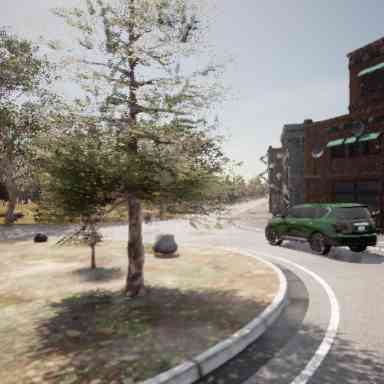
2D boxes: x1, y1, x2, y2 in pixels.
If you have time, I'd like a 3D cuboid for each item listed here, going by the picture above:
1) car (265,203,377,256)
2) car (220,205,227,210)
[{"bbox_3d":[5.503,1.546,15.002,2.150,2.045,5.566,0,-2,-19],"label":"car"},{"bbox_3d":[5.987,3.106,68.902,1.812,1.442,4.674,-1,-1,14],"label":"car"}]
